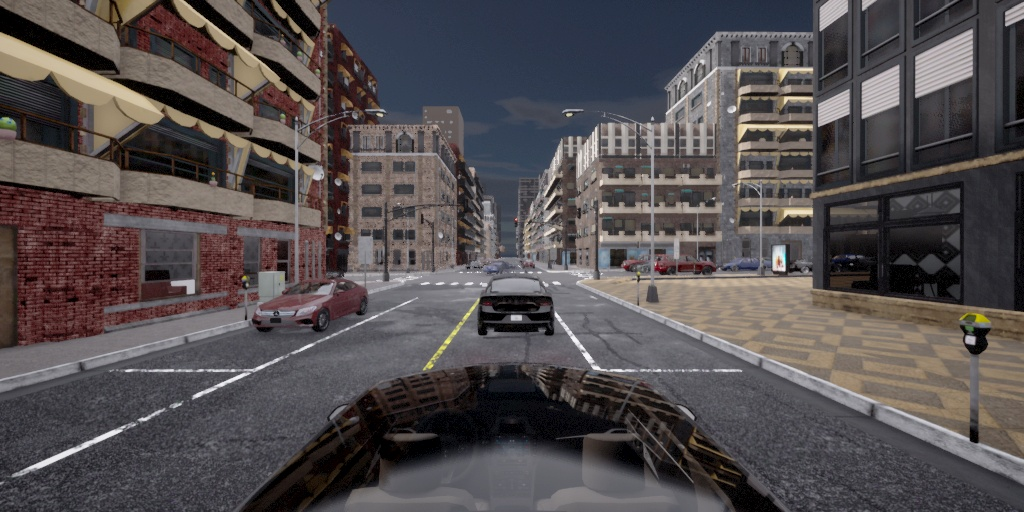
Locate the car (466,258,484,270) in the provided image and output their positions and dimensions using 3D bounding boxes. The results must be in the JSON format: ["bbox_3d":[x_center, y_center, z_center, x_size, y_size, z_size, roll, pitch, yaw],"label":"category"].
[{"bbox_3d":[-5.689,1.329,52.829,1.948,1.339,4.313,0,0,0],"label":"car"}]

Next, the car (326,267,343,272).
[{"bbox_3d":[-17.756,1.620,33.092,4.181,1.385,1.994,-1,0,-1],"label":"car"}]

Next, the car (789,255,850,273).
[{"bbox_3d":[25.803,0.821,30.881,4.313,1.339,1.948,0,0,0],"label":"car"}]

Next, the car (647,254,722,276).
[{"bbox_3d":[14.710,0.777,30.785,5.009,1.841,2.192,0,0,0],"label":"car"}]

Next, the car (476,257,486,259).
[{"bbox_3d":[-5.689,1.291,58.342,1.751,1.417,4.829,0,0,0],"label":"car"}]

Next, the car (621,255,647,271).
[{"bbox_3d":[14.575,0.763,39.164,5.009,1.841,2.192,0,0,0],"label":"car"}]

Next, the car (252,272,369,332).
[{"bbox_3d":[-5.742,1.331,10.806,1.802,1.307,4.207,0,0,0],"label":"car"}]

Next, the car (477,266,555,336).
[{"bbox_3d":[0.099,1.227,10.465,1.882,1.535,5.008,0,0,0],"label":"car"}]

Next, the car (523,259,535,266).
[{"bbox_3d":[2.691,1.206,58.513,1.967,1.591,4.097,0,0,0],"label":"car"}]

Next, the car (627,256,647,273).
[{"bbox_3d":[14.446,1.020,36.572,4.181,1.385,1.994,-1,0,-1],"label":"car"}]

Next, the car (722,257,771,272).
[{"bbox_3d":[23.841,0.828,36.654,5.357,1.411,2.033,-1,0,-1],"label":"car"}]

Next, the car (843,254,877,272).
[{"bbox_3d":[31.351,0.717,30.930,4.313,1.339,1.948,0,0,0],"label":"car"}]

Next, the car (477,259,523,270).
[{"bbox_3d":[-1.185,1.293,39.538,2.033,1.411,5.357,-1,0,28],"label":"car"}]
